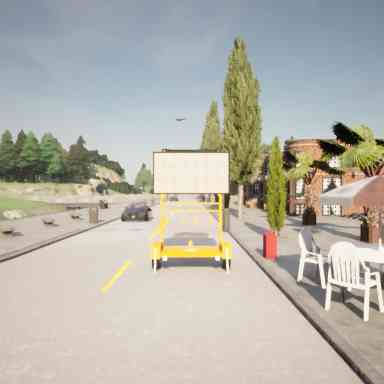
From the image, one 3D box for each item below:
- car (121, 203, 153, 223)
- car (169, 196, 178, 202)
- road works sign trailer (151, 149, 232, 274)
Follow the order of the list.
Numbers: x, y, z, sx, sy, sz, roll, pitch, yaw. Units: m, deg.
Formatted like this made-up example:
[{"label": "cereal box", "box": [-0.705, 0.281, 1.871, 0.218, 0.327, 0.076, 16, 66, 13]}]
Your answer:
[{"label": "car", "box": [-4.156, 1.564, 25.581, 1.994, 1.385, 4.181, 0, 0, 0]}, {"label": "car", "box": [-4.162, 1.547, 76.338, 2.033, 1.411, 5.357, 0, 0, 0]}, {"label": "road works sign trailer", "box": [-0.022, 0.464, 10.529, 2.380, 3.560, 2.880, 0, 0, 0]}]
